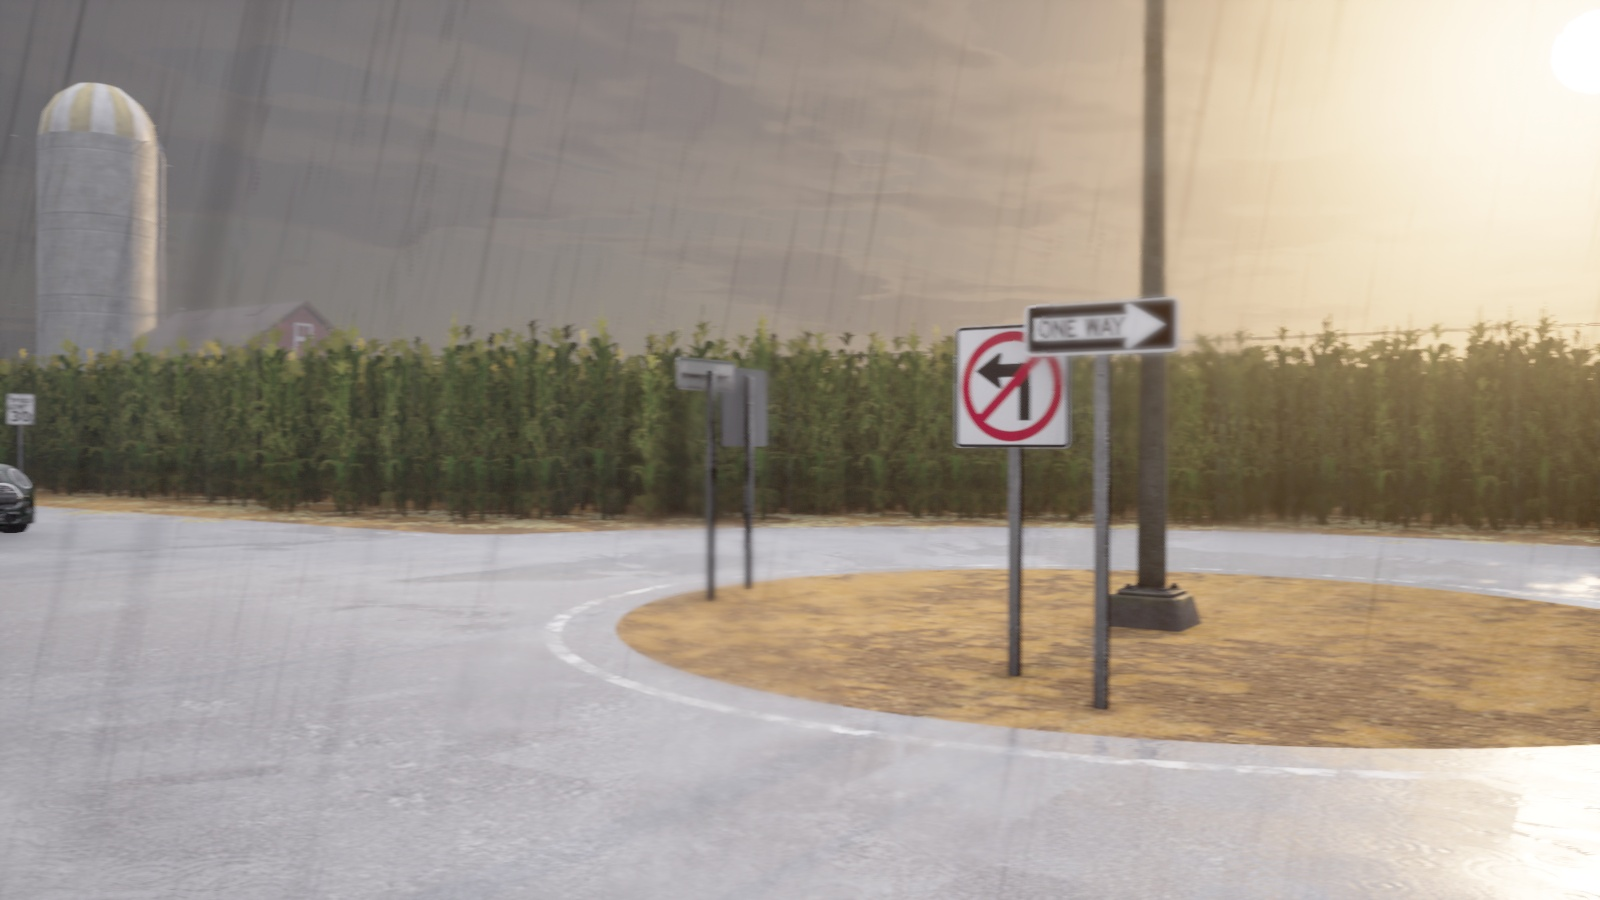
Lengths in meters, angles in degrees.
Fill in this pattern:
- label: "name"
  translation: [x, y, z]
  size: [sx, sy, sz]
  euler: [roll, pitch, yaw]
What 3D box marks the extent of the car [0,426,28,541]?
- label: "car"
  translation: [-14.547, 0.512, 20.000]
  size: [4.553, 1.767, 2.097]
  euler: [0, 0, 33]
